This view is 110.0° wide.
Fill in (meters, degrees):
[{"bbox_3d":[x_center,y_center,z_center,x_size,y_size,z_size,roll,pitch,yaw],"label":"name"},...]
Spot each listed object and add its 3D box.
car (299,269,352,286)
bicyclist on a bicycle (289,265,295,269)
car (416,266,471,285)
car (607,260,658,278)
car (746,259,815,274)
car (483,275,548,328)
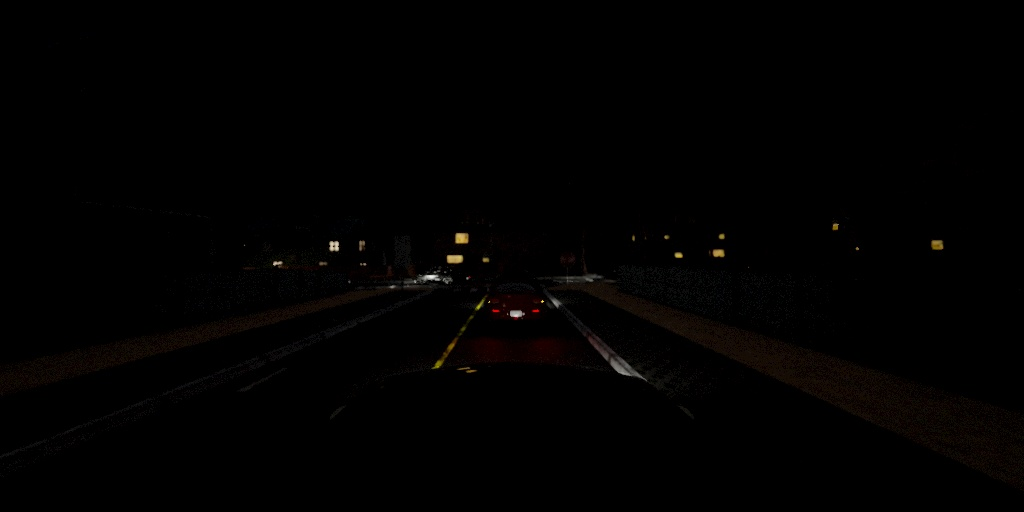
[{"bbox_3d":[-14.721,1.752,27.035,4.902,1.511,2.128,-1,0,0],"label":"car"},{"bbox_3d":[-20.157,1.647,32.878,0.582,1.620,1.656,-1,1,0],"label":"bicyclist on a bicycle"},{"bbox_3d":[-5.636,1.537,29.166,4.892,1.490,1.837,-1,-2,29],"label":"car"},{"bbox_3d":[10.473,1.122,29.986,5.008,1.535,1.882,-1,0,-1],"label":"car"},{"bbox_3d":[22.442,0.963,30.033,4.718,1.301,1.895,-1,0,0],"label":"car"},{"bbox_3d":[0.101,1.346,11.630,1.812,1.442,4.674,0,0,0],"label":"car"}]
